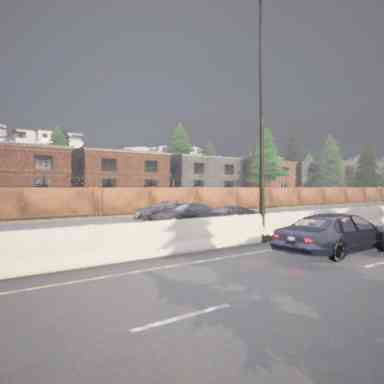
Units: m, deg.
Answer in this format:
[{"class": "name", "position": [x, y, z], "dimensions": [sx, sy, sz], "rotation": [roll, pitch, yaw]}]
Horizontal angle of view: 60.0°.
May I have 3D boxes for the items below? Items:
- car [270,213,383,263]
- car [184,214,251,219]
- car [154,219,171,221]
[{"class": "car", "position": [5.089, 1.454, 11.680], "dimensions": [5.357, 1.411, 2.033], "rotation": [-1, 0, -35]}, {"class": "car", "position": [1.912, 1.460, 18.257], "dimensions": [4.181, 1.385, 1.994], "rotation": [-1, 0, -36]}, {"class": "car", "position": [-0.241, 1.423, 21.021], "dimensions": [4.674, 1.442, 1.812], "rotation": [-1, 0, -36]}]
